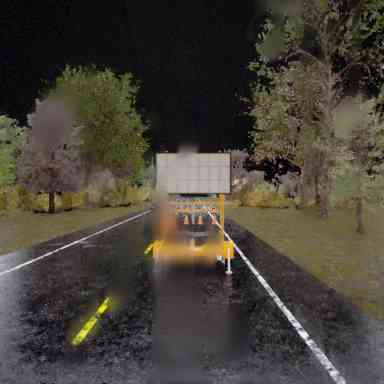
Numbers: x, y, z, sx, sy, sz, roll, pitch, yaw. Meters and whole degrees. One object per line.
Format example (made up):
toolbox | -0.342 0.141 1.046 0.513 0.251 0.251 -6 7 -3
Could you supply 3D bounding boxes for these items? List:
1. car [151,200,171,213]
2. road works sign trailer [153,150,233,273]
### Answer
car | -3.375 1.589 37.074 2.033 1.411 5.357 0 0 0
road works sign trailer | 0.040 0.469 10.645 2.380 3.560 2.880 0 0 0
